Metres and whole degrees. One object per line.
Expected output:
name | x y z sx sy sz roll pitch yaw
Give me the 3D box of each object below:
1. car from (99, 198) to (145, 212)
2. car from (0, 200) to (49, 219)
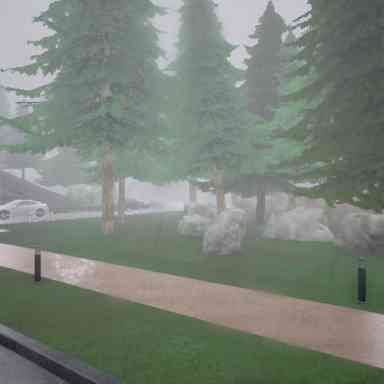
car | -7.531 1.384 36.591 2.033 1.411 5.357 0 0 36
car | -14.179 1.363 27.340 1.812 1.442 4.674 0 0 35
